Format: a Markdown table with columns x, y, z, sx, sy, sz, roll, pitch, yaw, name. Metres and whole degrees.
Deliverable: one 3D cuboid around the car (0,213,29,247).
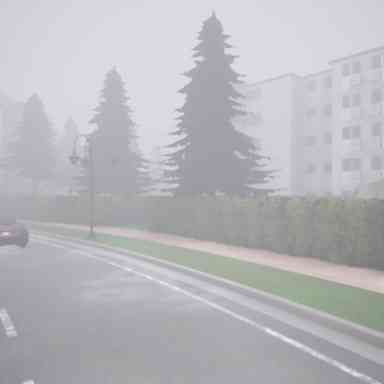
| x | y | z | sx | sy | sz | roll | pitch | yaw | name |
| --- | --- | --- | --- | --- | --- | --- | --- | --- | --- |
| -8.727 | 1.604 | 14.322 | 4.181 | 1.385 | 1.994 | 0 | 0 | 43 | car |
